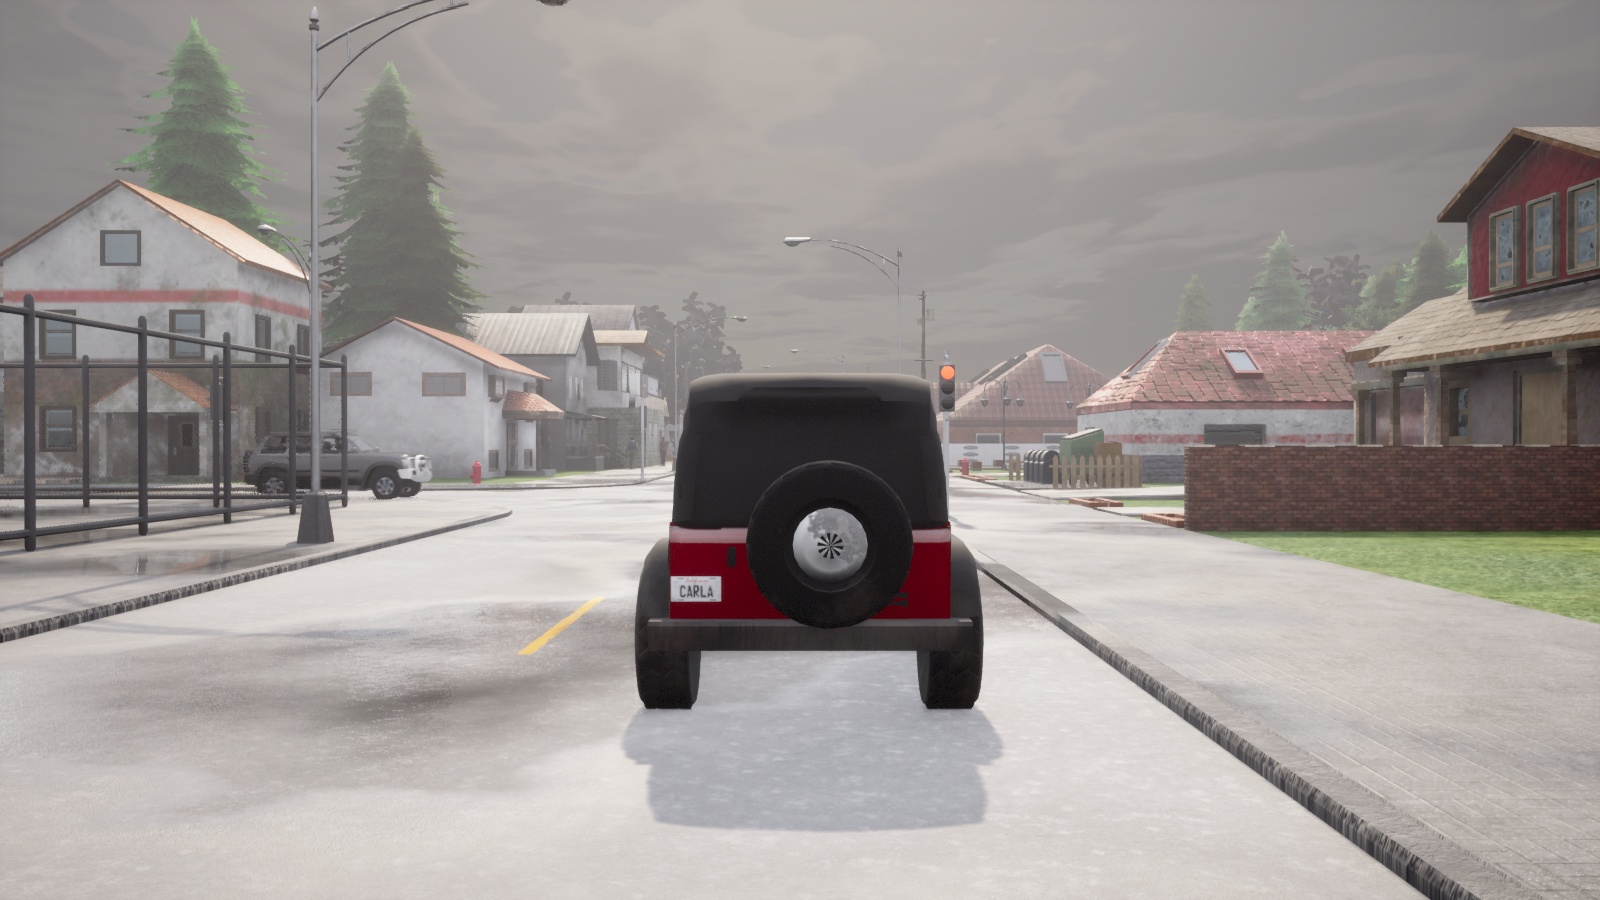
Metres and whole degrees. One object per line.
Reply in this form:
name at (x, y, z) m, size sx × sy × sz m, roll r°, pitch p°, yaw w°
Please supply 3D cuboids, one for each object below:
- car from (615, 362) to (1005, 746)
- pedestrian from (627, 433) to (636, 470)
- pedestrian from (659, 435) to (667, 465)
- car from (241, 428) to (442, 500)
car at (0.055, 0.497, 8.079) m, size 1.905 × 1.878 × 3.866 m, roll 0°, pitch 0°, yaw 0°
pedestrian at (-9.021, 0.069, 67.302) m, size 0.423 × 1.949 × 0.788 m, roll 0°, pitch 0°, yaw -5°
pedestrian at (-8.253, 0.022, 75.680) m, size 0.328 × 1.805 × 0.869 m, roll 0°, pitch 0°, yaw 1°
car at (-12.087, 0.365, 33.307) m, size 4.605 × 1.855 × 1.932 m, roll 0°, pitch 0°, yaw 0°
